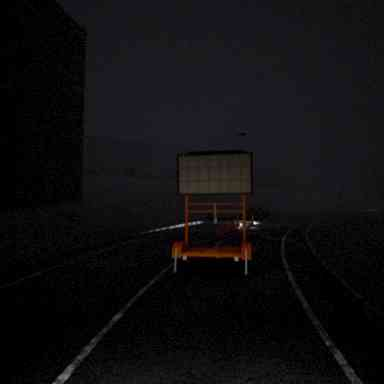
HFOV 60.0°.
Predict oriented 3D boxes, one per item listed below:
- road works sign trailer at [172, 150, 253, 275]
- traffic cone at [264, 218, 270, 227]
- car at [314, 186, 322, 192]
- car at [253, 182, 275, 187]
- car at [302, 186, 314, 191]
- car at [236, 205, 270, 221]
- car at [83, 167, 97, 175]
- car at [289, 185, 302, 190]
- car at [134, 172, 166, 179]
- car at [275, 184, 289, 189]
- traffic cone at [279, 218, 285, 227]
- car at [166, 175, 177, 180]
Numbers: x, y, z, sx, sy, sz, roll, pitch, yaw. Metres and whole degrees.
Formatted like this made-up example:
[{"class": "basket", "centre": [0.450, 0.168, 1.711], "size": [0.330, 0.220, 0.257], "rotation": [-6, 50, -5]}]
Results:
[{"class": "road works sign trailer", "centre": [0.756, 0.495, 10.653], "size": [2.380, 3.560, 2.880], "rotation": [-1, 0, 12]}, {"class": "traffic cone", "centre": [5.128, 2.094, 22.807], "size": [0.340, 0.580, 0.340], "rotation": [-2, -1, 17]}, {"class": "car", "centre": [31.791, -0.428, 87.158], "size": [5.566, 2.045, 2.435], "rotation": [5, -6, -43]}, {"class": "car", "centre": [15.083, -1.297, 72.591], "size": [4.792, 1.488, 2.163], "rotation": [3, -5, -38]}, {"class": "car", "centre": [27.678, -0.629, 83.346], "size": [4.553, 1.767, 2.185], "rotation": [4, -6, -42]}, {"class": "car", "centre": [5.720, 1.913, 30.886], "size": [1.994, 1.385, 4.181], "rotation": [-3, -2, 33]}, {"class": "car", "centre": [-16.694, -3.004, 50.409], "size": [4.553, 1.767, 2.185], "rotation": [2, -5, -33]}, {"class": "car", "centre": [23.476, -0.803, 79.591], "size": [4.892, 1.521, 2.231], "rotation": [4, -6, -40]}, {"class": "car", "centre": [-7.541, -2.504, 56.384], "size": [4.892, 1.521, 2.231], "rotation": [2, -5, -33]}, {"class": "car", "centre": [19.355, -1.027, 76.075], "size": [4.674, 1.452, 2.002], "rotation": [3, -6, -39]}, {"class": "traffic cone", "centre": [6.084, 2.066, 22.523], "size": [0.340, 0.580, 0.340], "rotation": [-2, -1, 17]}, {"class": "car", "centre": [-2.928, -2.302, 59.409], "size": [4.892, 1.521, 2.231], "rotation": [3, -5, -33]}]
